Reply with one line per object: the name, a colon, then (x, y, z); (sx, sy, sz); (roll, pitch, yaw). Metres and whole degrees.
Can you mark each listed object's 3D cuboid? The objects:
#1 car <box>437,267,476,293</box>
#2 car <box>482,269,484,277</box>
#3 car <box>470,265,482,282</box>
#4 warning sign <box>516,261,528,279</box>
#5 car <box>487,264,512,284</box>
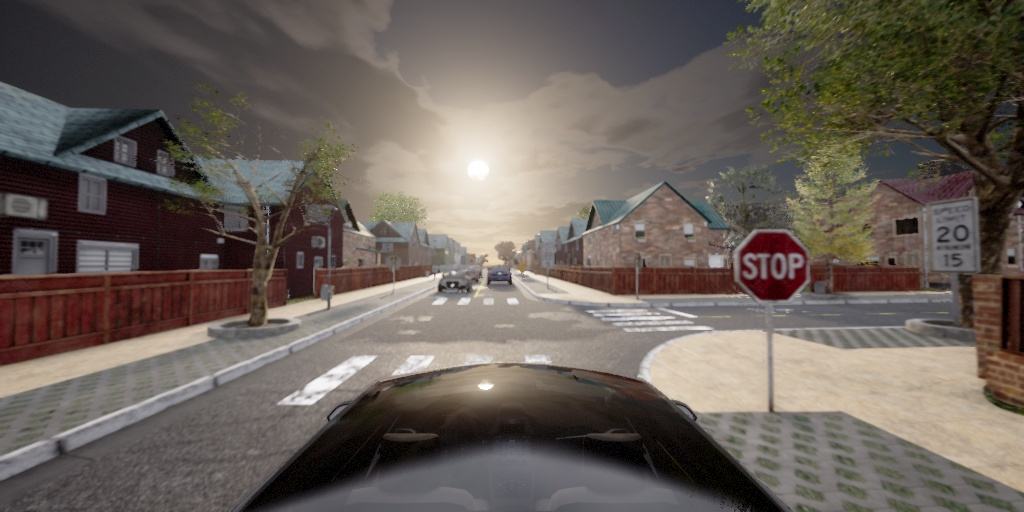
car: (-3.696, 1.631, 23.844); (1.994, 1.385, 4.181); (0, -1, -2)
car: (-4.709, 1.967, 45.785); (1.837, 1.490, 4.892); (0, -1, -2)
car: (-4.222, 1.821, 34.938); (1.994, 1.385, 4.181); (0, -1, -3)
warning sign: (1.050, 1.413, 37.278); (1.300, 1.860, 1.060); (0, 0, -3)
car: (-1.134, 1.559, 32.183); (2.097, 1.767, 4.553); (0, -1, -3)
